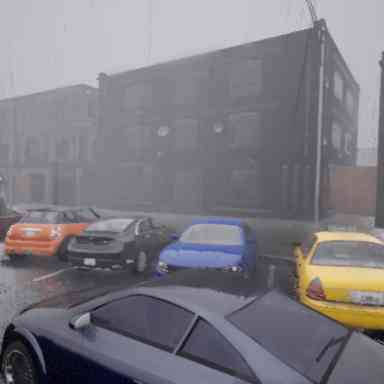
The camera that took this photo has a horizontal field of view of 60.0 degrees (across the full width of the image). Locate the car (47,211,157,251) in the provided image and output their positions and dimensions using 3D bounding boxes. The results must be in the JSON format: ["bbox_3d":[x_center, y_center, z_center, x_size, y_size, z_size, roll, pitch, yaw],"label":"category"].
[{"bbox_3d":[-1.845,1.441,10.360,2.231,1.521,4.892,0,-1,15],"label":"car"}]

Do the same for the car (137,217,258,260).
[{"bbox_3d":[0.638,1.457,8.643,2.097,1.535,5.008,1,0,15],"label":"car"}]

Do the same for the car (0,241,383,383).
[{"bbox_3d":[-0.187,1.552,3.490,4.181,1.385,1.994,0,0,35],"label":"car"}]

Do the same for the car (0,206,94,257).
[{"bbox_3d":[-4.330,1.297,12.074,2.185,1.767,4.553,0,0,14],"label":"car"}]

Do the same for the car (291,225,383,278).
[{"bbox_3d":[3.135,1.473,7.074,1.946,1.575,5.366,0,-1,15],"label":"car"}]
